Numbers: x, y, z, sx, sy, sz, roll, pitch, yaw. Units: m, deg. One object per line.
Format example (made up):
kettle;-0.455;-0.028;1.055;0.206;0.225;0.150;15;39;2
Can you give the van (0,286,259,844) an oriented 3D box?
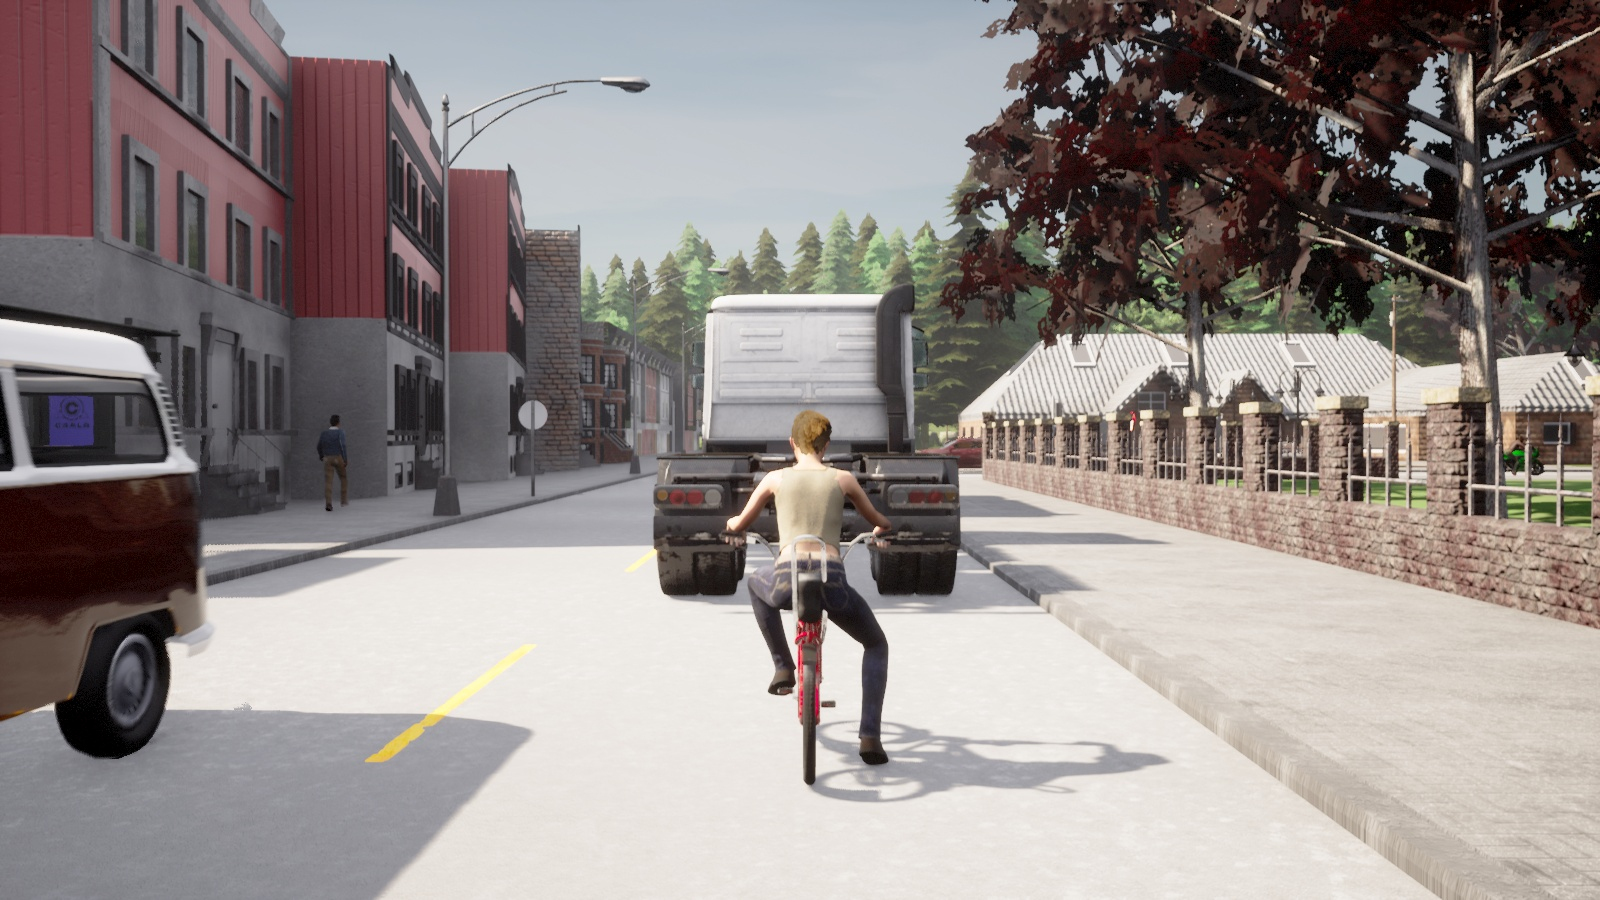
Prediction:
van;-3.960;0.421;4.522;2.069;2.038;4.480;0;1;0

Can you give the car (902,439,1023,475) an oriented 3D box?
car;6.500;0.273;50.611;4.674;1.442;1.812;0;1;2

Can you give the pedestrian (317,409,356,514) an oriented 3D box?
pedestrian;-8.799;0.211;23.861;0.423;1.949;0.788;0;1;2

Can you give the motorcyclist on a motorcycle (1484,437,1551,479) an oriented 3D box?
motorcyclist on a motorcycle;26.488;0.288;46.371;2.044;1.523;0.797;0;1;-1

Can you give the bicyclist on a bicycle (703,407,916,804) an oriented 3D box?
bicyclist on a bicycle;0.044;0.624;5.854;0.866;1.612;1.509;0;1;0

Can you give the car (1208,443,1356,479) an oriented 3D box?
car;17.769;0.399;46.422;4.718;1.301;1.895;0;1;-1

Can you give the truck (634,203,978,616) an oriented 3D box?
truck;0.095;-0.380;14.512;2.891;3.462;7.936;0;1;1
